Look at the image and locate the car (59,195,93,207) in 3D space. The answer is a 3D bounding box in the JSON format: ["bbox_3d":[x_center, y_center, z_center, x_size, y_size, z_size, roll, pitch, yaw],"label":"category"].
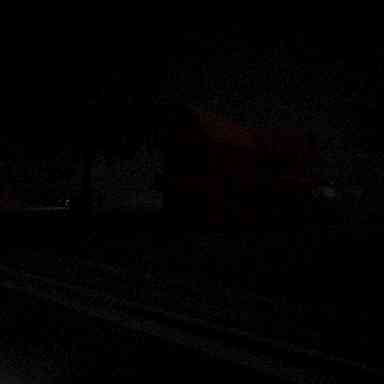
[{"bbox_3d":[-15.788,1.145,45.320,2.097,1.767,4.553,0,0,34],"label":"car"}]
